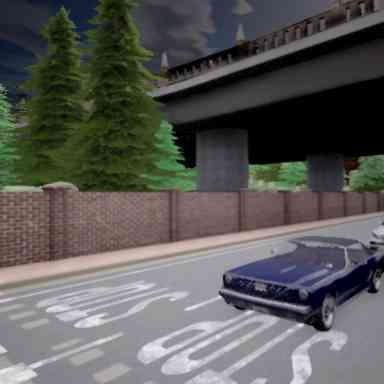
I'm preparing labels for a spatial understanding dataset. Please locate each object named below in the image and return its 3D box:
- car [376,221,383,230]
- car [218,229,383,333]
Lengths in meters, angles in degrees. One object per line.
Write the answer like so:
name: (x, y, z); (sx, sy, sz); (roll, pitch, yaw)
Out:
car: (9.004, 1.642, 13.994); (1.812, 1.442, 4.674); (-2, -1, 43)
car: (2.664, 1.692, 7.225); (1.895, 1.301, 4.718); (-2, -1, 43)
